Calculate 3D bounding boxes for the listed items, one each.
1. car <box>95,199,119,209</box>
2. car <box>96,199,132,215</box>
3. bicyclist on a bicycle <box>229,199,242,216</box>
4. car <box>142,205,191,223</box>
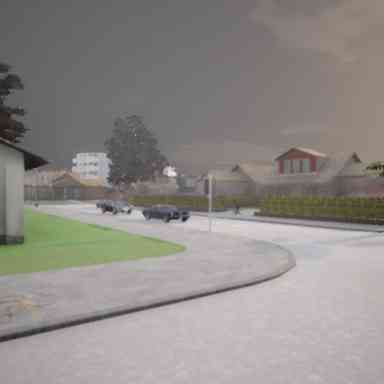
[{"bbox_3d":[-12.376,1.682,48.170,1.994,1.385,4.181,0,0,-36],"label":"car"},{"bbox_3d":[-7.893,1.582,34.735,2.128,1.511,4.902,0,0,-35],"label":"car"},{"bbox_3d":[4.230,1.498,32.155,1.656,1.620,0.582,0,0,-35],"label":"bicyclist on a bicycle"},{"bbox_3d":[-2.115,1.692,26.590,1.895,1.301,4.718,0,0,-35],"label":"car"}]
